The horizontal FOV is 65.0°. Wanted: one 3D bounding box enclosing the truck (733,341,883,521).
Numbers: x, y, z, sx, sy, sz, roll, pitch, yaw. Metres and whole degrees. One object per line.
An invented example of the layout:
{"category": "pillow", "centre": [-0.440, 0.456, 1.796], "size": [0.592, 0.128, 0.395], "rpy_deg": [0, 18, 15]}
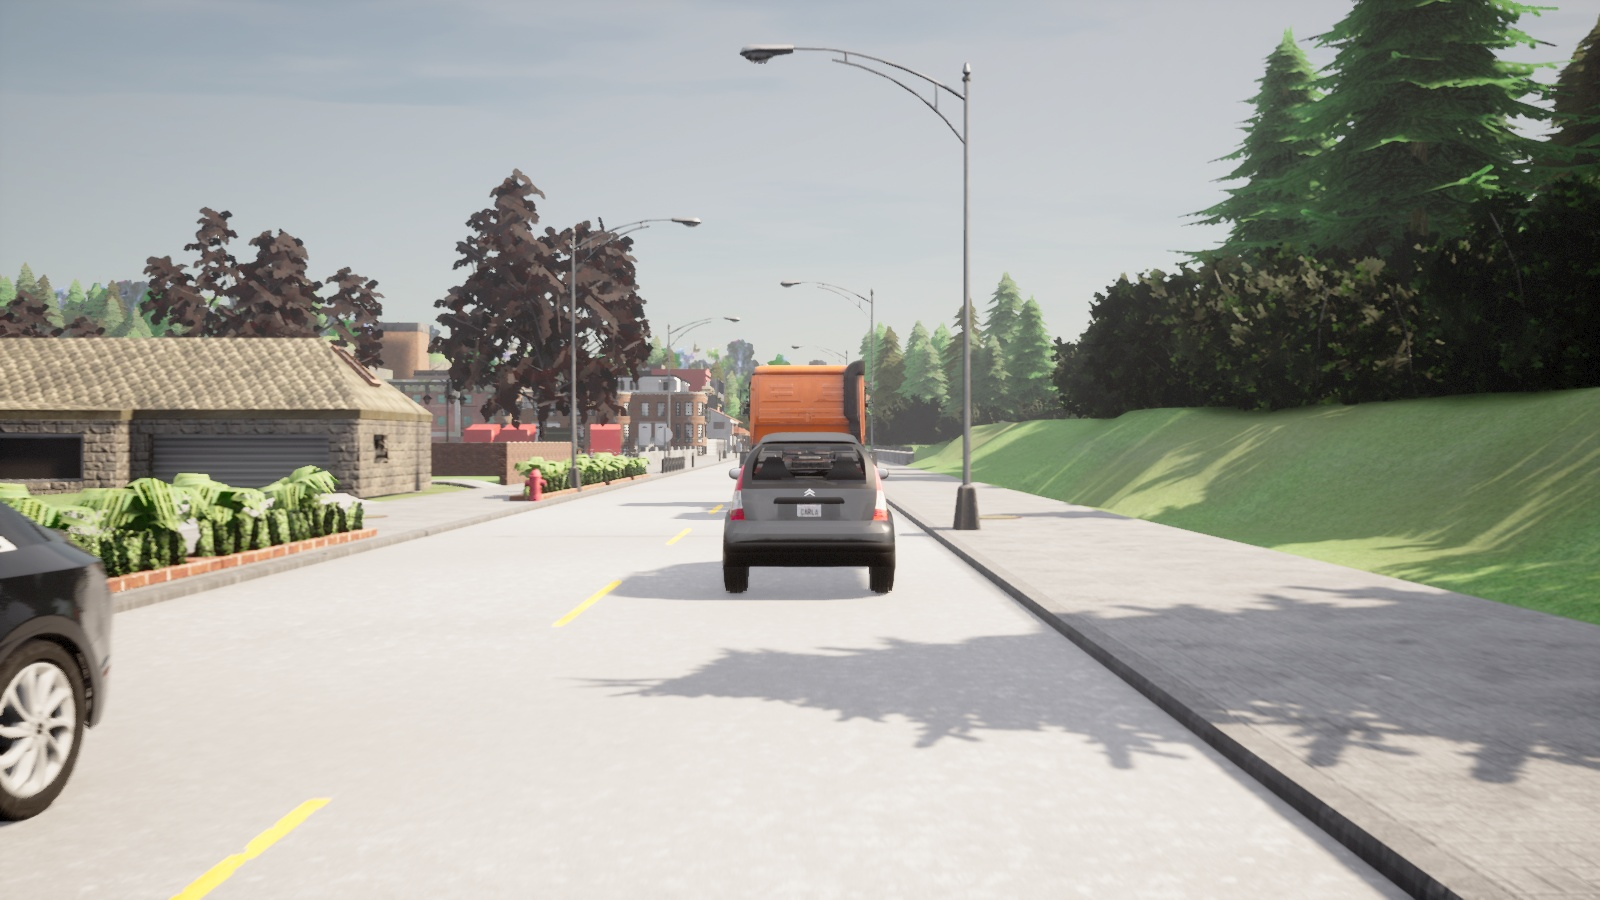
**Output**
{"category": "truck", "centre": [0.166, -0.393, 28.146], "size": [2.891, 3.462, 7.936], "rpy_deg": [0, 0, 0]}

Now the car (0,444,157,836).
{"category": "car", "centre": [-3.965, 0.729, 3.480], "size": [1.837, 1.490, 4.892], "rpy_deg": [0, 0, 0]}

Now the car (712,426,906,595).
{"category": "car", "centre": [0.095, 0.566, 14.005], "size": [1.851, 1.617, 3.988], "rpy_deg": [0, 0, 0]}
